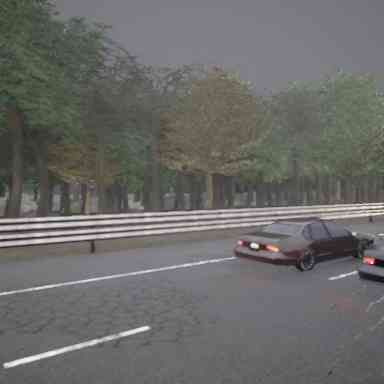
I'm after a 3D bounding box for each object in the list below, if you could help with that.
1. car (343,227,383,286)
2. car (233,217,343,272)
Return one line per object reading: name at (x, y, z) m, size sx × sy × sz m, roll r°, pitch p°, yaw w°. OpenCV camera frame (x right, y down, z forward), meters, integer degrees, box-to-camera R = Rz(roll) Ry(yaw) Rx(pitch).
car at (6.206, 1.541, 8.176) m, size 5.357 × 1.411 × 2.033 m, roll 0°, pitch 0°, yaw -36°
car at (3.791, 1.542, 10.751) m, size 5.357 × 1.411 × 2.033 m, roll 0°, pitch 0°, yaw -35°
